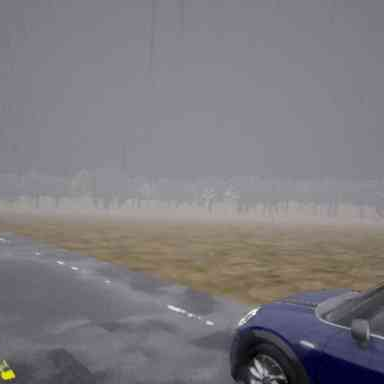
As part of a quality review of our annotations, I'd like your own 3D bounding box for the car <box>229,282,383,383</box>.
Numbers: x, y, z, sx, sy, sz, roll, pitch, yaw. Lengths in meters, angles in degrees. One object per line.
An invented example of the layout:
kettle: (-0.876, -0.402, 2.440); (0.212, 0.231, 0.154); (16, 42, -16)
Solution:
car: (2.513, 1.568, 3.255); (2.097, 1.767, 4.553); (3, -3, -41)
